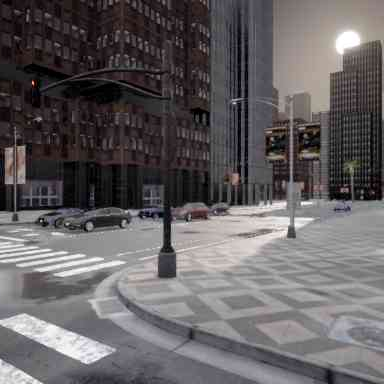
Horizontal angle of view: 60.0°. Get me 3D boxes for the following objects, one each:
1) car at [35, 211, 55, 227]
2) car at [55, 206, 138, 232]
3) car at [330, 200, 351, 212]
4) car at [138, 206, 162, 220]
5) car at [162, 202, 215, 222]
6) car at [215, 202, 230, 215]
[{"bbox_3d":[-8.954,1.794,23.914,1.994,1.385,4.181,0,-1,35],"label":"car"},{"bbox_3d":[-6.185,1.742,22.203,1.837,1.490,4.892,0,-1,35],"label":"car"},{"bbox_3d":[24.270,2.431,53.657,2.033,1.411,5.357,0,-1,34],"label":"car"},{"bbox_3d":[-3.101,1.978,32.199,1.895,1.301,4.718,0,-1,35],"label":"car"},{"bbox_3d":[-0.233,1.739,30.613,2.097,1.767,4.553,0,-1,35],"label":"car"},{"bbox_3d":[2.886,2.034,40.643,1.837,1.490,4.892,0,-1,35],"label":"car"}]
